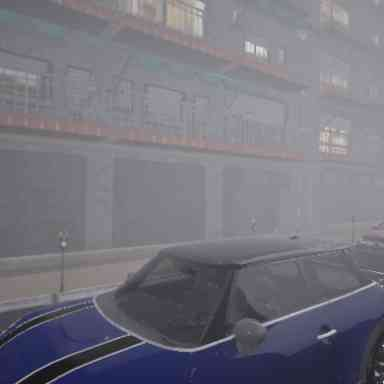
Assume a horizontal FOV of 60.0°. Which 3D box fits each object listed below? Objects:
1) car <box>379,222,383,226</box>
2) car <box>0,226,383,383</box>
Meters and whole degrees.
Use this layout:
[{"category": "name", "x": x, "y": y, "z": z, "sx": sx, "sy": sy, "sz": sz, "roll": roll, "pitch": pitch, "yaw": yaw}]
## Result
[{"category": "car", "x": 7.645, "y": 1.621, "z": 11.987, "sx": 4.206, "sy": 1.307, "sz": 1.802, "roll": 0, "pitch": 1, "yaw": -35}, {"category": "car", "x": 0.217, "y": 1.359, "z": 3.531, "sx": 4.553, "sy": 1.767, "sz": 2.097, "roll": 0, "pitch": 0, "yaw": -35}]
